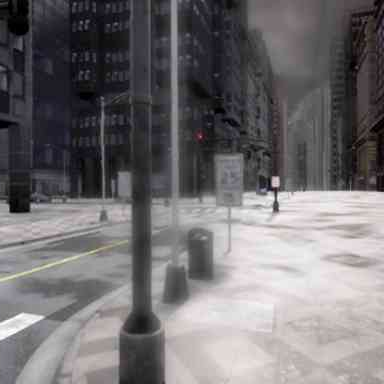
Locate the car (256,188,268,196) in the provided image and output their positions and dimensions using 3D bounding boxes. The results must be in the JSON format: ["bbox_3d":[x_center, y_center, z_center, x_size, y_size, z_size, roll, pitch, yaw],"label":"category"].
[{"bbox_3d":[14.153,0.060,67.259,1.882,1.535,5.008,0,1,19],"label":"car"}]

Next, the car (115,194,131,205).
[{"bbox_3d":[-7.137,0.854,39.934,4.181,1.385,1.994,0,0,20],"label":"car"}]

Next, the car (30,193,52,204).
[{"bbox_3d":[-21.240,0.820,44.855,4.902,1.511,2.128,0,0,19],"label":"car"}]
